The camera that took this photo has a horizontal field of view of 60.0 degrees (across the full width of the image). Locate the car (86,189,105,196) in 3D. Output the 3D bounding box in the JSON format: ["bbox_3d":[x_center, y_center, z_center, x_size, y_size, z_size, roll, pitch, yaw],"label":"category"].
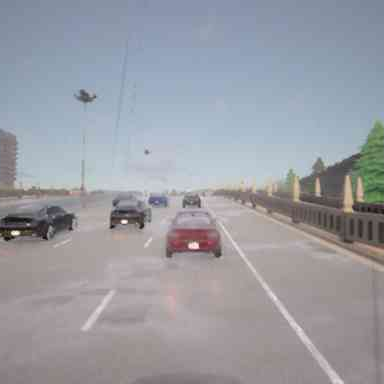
[{"bbox_3d":[-17.733,0.215,62.171,1.994,1.385,4.181,0,1,0],"label":"car"}]

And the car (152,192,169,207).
[{"bbox_3d":[-3.519,0.757,35.856,1.882,1.535,5.008,0,2,0],"label":"car"}]

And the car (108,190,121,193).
[{"bbox_3d":[-14.230,0.252,62.142,1.895,1.301,4.718,0,1,0],"label":"car"}]

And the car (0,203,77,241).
[{"bbox_3d":[-6.954,1.295,15.549,1.837,1.490,4.892,0,2,0],"label":"car"}]

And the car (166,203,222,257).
[{"bbox_3d":[0.052,1.393,12.329,1.812,1.442,4.674,0,2,0],"label":"car"}]

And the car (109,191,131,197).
[{"bbox_3d":[-7.017,0.869,34.887,1.994,1.385,4.181,0,1,0],"label":"car"}]

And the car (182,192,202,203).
[{"bbox_3d":[-0.018,0.786,35.229,2.128,1.511,4.902,0,1,0],"label":"car"}]

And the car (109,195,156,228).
[{"bbox_3d":[-3.464,1.197,19.379,1.837,1.490,4.892,0,2,0],"label":"car"}]

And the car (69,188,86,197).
[{"bbox_3d":[-21.226,0.007,62.194,2.097,1.767,4.553,0,1,0],"label":"car"}]
